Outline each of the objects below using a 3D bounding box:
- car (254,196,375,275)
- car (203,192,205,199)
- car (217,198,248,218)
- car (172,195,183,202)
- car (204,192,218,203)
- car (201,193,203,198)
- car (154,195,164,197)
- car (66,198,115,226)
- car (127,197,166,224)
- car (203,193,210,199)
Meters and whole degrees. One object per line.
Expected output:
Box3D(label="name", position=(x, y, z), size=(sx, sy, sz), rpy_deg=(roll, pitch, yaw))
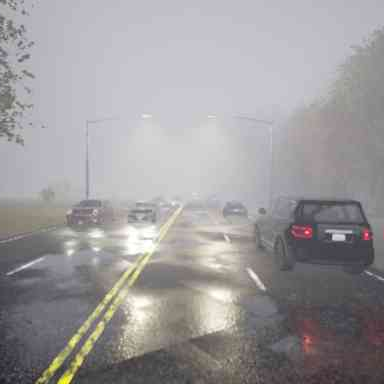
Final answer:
Box3D(label="car", position=(3.441, 1.140, 10.449), size=(2.150, 2.045, 5.566), rpy_deg=(2, 0, 0))
Box3D(label="car", position=(3.713, 1.206, 68.672), size=(1.812, 1.442, 4.674), rpy_deg=(1, 1, 1))
Box3D(label="car", position=(3.480, 1.398, 28.194), size=(1.994, 1.385, 4.181), rpy_deg=(2, 0, 0))
Box3D(label="car", position=(-2.848, 1.281, 64.933), size=(1.895, 1.301, 4.718), rpy_deg=(0, 0, 1))
Box3D(label="car", position=(3.604, 1.152, 57.690), size=(2.033, 1.649, 4.856), rpy_deg=(1, -1, 1))
Box3D(label="car", position=(3.829, 1.173, 79.687), size=(2.033, 1.411, 5.357), rpy_deg=(1, -1, 1))
Box3D(label="car", position=(-6.127, 1.233, 62.889), size=(1.994, 1.385, 4.181), rpy_deg=(0, 0, 1))
Box3D(label="car", position=(-6.540, 1.210, 21.835), size=(2.097, 1.767, 4.553), rpy_deg=(0, 0, 0))
Box3D(label="car", position=(-3.282, 1.362, 23.558), size=(2.128, 1.511, 4.902), rpy_deg=(0, 0, 0))
Box3D(label="car", position=(3.919, 1.071, 90.679), size=(1.882, 1.535, 5.008), rpy_deg=(-1, 0, 1))
